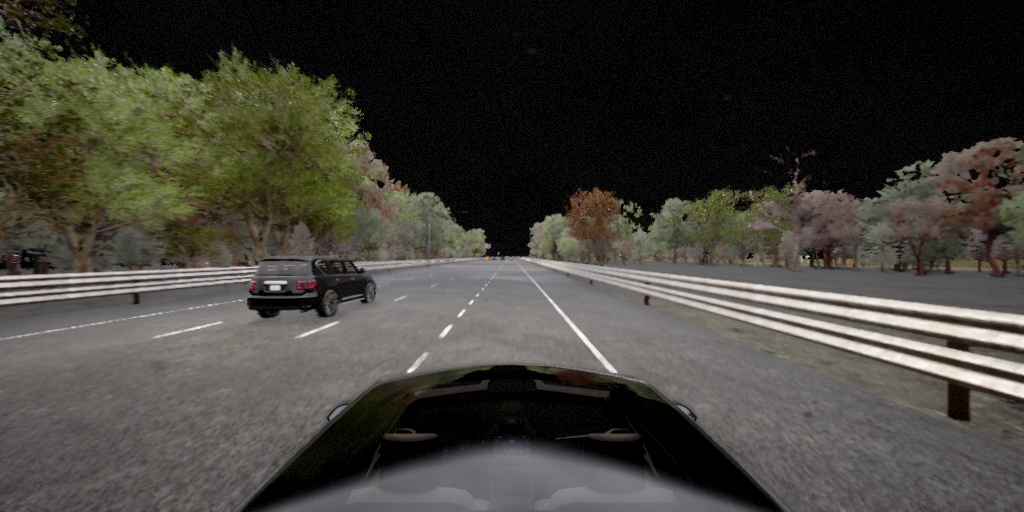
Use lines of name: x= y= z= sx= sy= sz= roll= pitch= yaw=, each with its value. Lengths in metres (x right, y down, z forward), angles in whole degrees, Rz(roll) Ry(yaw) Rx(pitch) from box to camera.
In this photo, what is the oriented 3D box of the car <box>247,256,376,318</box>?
car: x=-6.914 y=1.027 z=13.114 sx=2.150 sy=2.045 sz=5.566 roll=0 pitch=0 yaw=-1
